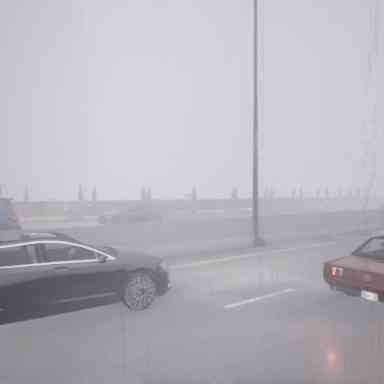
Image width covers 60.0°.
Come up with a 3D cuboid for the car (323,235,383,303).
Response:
[{"bbox_3d":[5.045,1.601,7.340,4.718,1.301,1.895,0,0,-35],"label":"car"}]

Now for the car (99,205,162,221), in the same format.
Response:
[{"bbox_3d":[-4.132,1.563,22.534,4.181,1.385,1.994,0,0,-35],"label":"car"}]

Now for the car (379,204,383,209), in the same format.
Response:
[{"bbox_3d":[22.950,1.565,37.440,4.181,1.385,1.994,0,0,-35],"label":"car"}]

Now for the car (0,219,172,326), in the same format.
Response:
[{"bbox_3d":[-2.686,1.491,6.128,4.902,1.511,2.128,0,0,-35],"label":"car"}]

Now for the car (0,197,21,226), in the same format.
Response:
[{"bbox_3d":[-10.251,1.220,13.876,5.566,2.045,2.150,0,0,-35],"label":"car"}]
